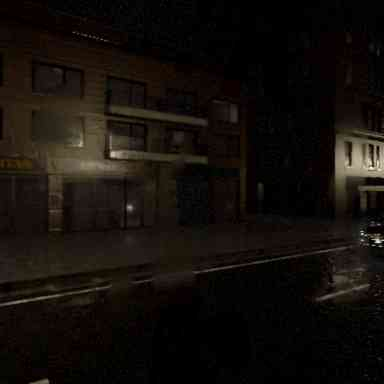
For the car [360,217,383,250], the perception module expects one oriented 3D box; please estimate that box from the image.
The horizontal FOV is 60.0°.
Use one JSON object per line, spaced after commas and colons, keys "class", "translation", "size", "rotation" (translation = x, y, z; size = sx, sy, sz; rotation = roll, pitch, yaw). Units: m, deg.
{"class": "car", "translation": [8.546, 1.500, 13.091], "size": [4.892, 1.490, 1.837], "rotation": [0, 0, -35]}
